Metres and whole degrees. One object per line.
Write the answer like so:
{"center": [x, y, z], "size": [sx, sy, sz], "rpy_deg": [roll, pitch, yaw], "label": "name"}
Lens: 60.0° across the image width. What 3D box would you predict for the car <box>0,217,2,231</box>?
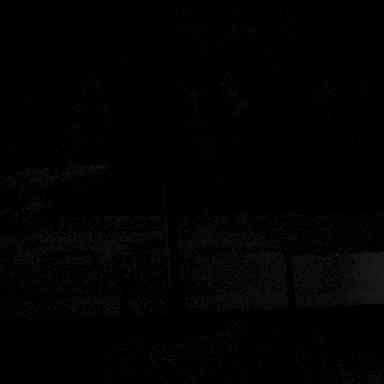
{"center": [-15.340, 2.006, 21.356], "size": [5.566, 2.045, 2.150], "rpy_deg": [-1, -1, -5], "label": "car"}
